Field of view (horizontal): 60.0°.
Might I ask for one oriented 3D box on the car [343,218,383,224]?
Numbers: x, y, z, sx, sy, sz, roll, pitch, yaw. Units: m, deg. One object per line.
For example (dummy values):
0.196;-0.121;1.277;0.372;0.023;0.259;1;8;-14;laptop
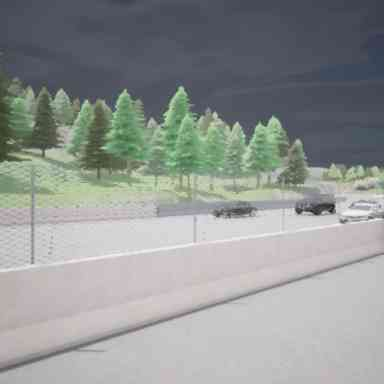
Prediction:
11.863;1.519;22.923;4.674;1.442;1.812;0;0;-43;car
